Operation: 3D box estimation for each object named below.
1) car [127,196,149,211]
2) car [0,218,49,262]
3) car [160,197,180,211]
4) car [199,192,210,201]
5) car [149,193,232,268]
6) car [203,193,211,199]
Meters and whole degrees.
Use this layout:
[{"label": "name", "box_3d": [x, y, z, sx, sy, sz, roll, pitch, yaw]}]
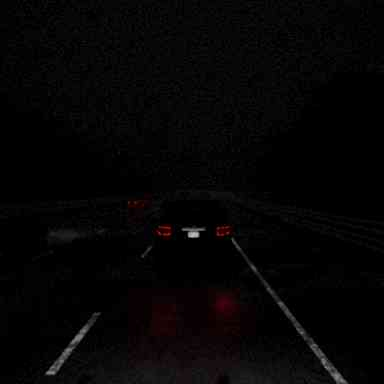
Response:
[{"label": "car", "box_3d": [-6.123, 1.232, 38.857, 2.097, 1.767, 4.553, 0, 0, 2]}, {"label": "car", "box_3d": [-6.868, 1.568, 11.685, 1.895, 1.301, 4.718, 0, 0, 1]}, {"label": "car", "box_3d": [-2.571, 1.382, 40.267, 1.837, 1.490, 4.892, 0, 0, 3]}, {"label": "car", "box_3d": [2.881, 0.941, 74.878, 2.150, 2.045, 5.566, 0, 0, 4]}, {"label": "car", "box_3d": [0.074, 1.196, 11.330, 2.150, 2.045, 5.566, 0, 0, 1]}, {"label": "car", "box_3d": [4.368, 1.124, 94.631, 2.033, 1.411, 5.357, 0, 0, 4]}]
